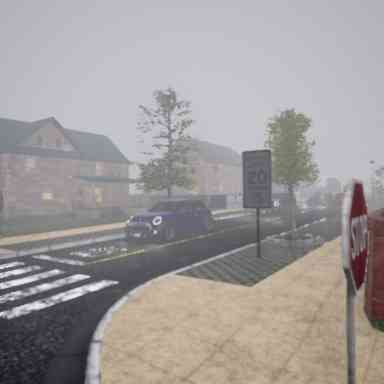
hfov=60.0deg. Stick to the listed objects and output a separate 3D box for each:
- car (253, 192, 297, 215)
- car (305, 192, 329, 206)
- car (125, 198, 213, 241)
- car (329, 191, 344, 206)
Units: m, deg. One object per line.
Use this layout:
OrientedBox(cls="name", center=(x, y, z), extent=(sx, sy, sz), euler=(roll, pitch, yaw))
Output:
OrientedBox(cls="car", center=(6.482, 0.803, 25.793), extent=(2.097, 1.767, 4.553), euler=(-1, 1, 36))
OrientedBox(cls="car", center=(14.011, 0.681, 36.245), extent=(2.033, 1.411, 5.357), euler=(-1, 1, 36))
OrientedBox(cls="car", center=(-0.952, 1.124, 15.428), extent=(2.097, 1.767, 4.553), euler=(-1, 1, 36))
OrientedBox(cls="car", center=(15.432, 0.642, 33.218), extent=(1.812, 1.442, 4.674), euler=(-1, 1, 36))
